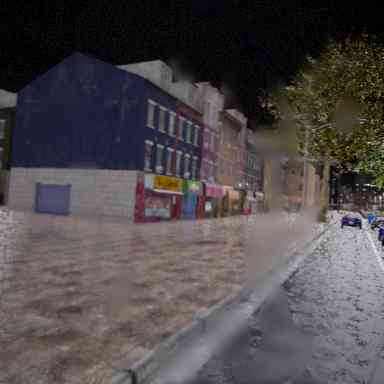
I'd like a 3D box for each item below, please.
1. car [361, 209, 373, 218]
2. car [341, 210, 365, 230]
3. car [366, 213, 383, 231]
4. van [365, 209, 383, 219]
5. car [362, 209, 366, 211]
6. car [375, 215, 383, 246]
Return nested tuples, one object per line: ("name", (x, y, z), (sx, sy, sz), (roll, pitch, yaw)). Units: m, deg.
("car", (40.228, 4.895, 76.531), (2.192, 1.841, 5.009), (4, -1, 26))
("car", (16.478, 2.944, 34.244), (1.882, 1.535, 5.008), (3, -1, 27))
("car", (18.538, 3.119, 32.578), (2.008, 1.369, 4.403), (4, -1, 26))
("van", (23.370, 3.348, 42.347), (1.690, 1.788, 3.998), (4, -1, 26))
("car", (33.065, 4.428, 62.031), (1.752, 1.417, 4.829), (4, -1, 26))
("car", (12.789, 2.528, 20.680), (1.882, 1.535, 5.008), (3, -1, 26))
